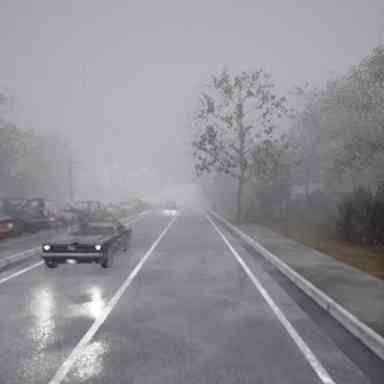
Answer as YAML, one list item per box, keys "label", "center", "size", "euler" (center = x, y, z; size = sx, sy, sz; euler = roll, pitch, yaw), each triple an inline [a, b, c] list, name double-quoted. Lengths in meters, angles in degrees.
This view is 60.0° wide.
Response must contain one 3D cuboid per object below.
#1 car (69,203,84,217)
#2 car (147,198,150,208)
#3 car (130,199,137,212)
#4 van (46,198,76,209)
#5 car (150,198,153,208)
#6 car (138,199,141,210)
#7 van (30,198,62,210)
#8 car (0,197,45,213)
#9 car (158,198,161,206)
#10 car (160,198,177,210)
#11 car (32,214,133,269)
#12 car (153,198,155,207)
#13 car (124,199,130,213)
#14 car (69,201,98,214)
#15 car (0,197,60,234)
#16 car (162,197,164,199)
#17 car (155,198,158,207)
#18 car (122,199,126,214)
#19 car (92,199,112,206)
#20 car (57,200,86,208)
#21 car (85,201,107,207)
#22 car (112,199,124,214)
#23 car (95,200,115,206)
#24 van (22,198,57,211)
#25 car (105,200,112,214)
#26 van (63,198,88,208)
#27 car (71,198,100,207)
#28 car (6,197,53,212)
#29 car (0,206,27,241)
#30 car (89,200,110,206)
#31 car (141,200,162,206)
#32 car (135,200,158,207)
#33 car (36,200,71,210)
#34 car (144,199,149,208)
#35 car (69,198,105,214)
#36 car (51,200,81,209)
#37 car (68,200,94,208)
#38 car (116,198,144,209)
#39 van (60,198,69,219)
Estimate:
- label: "car"
  center: [-10.319, 1.657, 22.995]
  size: [4.674, 1.452, 2.002]
  euler: [0, -1, 0]
- label: "car"
  center: [-10.337, 2.116, 59.080]
  size: [4.553, 1.767, 2.185]
  euler: [0, -1, 0]
- label: "car"
  center: [-10.125, 1.949, 42.426]
  size: [5.366, 1.575, 1.946]
  euler: [0, -1, 0]
- label: "van"
  center: [-23.277, 2.016, 59.165]
  size: [4.442, 1.987, 1.878]
  euler: [0, -1, 0]
- label: "car"
  center: [-10.299, 2.297, 61.857]
  size: [4.892, 1.521, 2.231]
  euler: [0, -1, 0]
- label: "car"
  center: [-10.280, 2.077, 47.977]
  size: [4.792, 1.488, 2.163]
  euler: [0, -1, 0]
- label: "van"
  center: [-23.503, 1.917, 53.610]
  size: [4.442, 1.987, 1.878]
  euler: [0, -1, 0]
- label: "car"
  center: [-23.361, 1.749, 45.301]
  size: [5.566, 2.045, 2.435]
  euler: [0, -1, 0]
- label: "car"
  center: [-10.116, 2.561, 72.947]
  size: [5.366, 1.575, 1.946]
  euler: [0, -2, 0]
- label: "car"
  center: [-3.383, 2.142, 53.328]
  size: [2.128, 1.511, 4.902]
  euler: [0, -1, 0]
- label: "car"
  center: [-3.354, 1.649, 11.473]
  size: [1.895, 1.301, 4.718]
  euler: [0, 0, 0]
- label: "car"
  center: [-10.489, 2.353, 64.624]
  size: [5.366, 1.575, 1.946]
  euler: [0, -1, 0]
- label: "car"
  center: [-10.318, 1.905, 39.650]
  size: [4.892, 1.521, 2.231]
  euler: [0, -1, 0]
- label: "car"
  center: [-10.310, 1.664, 25.771]
  size: [5.008, 1.535, 2.097]
  euler: [0, -1, 0]
- label: "car"
  center: [-10.347, 1.270, 17.448]
  size: [5.566, 2.045, 2.435]
  euler: [0, -1, 0]
- label: "car"
  center: [-10.327, 2.528, 81.279]
  size: [5.566, 2.045, 2.435]
  euler: [0, -1, 0]
- label: "car"
  center: [-10.118, 2.416, 67.276]
  size: [5.366, 1.575, 1.946]
  euler: [0, -1, 0]
- label: "car"
  center: [-10.306, 1.857, 36.874]
  size: [4.892, 1.521, 2.231]
  euler: [0, -1, 0]
- label: "car"
  center: [-23.408, 2.794, 86.707]
  size: [4.553, 1.767, 2.185]
  euler: [0, -1, 0]
- label: "car"
  center: [-23.413, 2.382, 64.550]
  size: [4.792, 1.488, 2.163]
  euler: [0, -1, 0]
- label: "car"
  center: [-23.376, 2.819, 81.288]
  size: [4.674, 1.452, 2.002]
  euler: [0, -1, 0]
- label: "car"
  center: [-10.128, 1.805, 34.099]
  size: [5.366, 1.575, 1.946]
  euler: [0, -1, 0]
- label: "car"
  center: [-23.371, 2.991, 89.474]
  size: [5.008, 1.535, 2.097]
  euler: [0, -1, 0]
- label: "van"
  center: [-23.271, 1.870, 50.840]
  size: [4.442, 1.987, 1.878]
  euler: [0, -1, 0]
- label: "car"
  center: [-10.283, 1.635, 31.325]
  size: [4.553, 1.767, 2.185]
  euler: [0, -1, 0]
- label: "van"
  center: [-23.500, 2.193, 67.326]
  size: [4.442, 1.987, 1.878]
  euler: [0, -1, 0]
- label: "car"
  center: [-23.410, 2.312, 72.989]
  size: [5.566, 2.045, 2.435]
  euler: [0, -1, 0]
- label: "car"
  center: [-23.361, 1.796, 48.071]
  size: [5.566, 2.045, 2.435]
  euler: [0, -1, 0]
- label: "car"
  center: [-10.348, 1.532, 14.693]
  size: [4.792, 1.488, 2.163]
  euler: [0, -1, 0]
- label: "car"
  center: [-23.348, 2.880, 84.058]
  size: [4.792, 1.488, 2.163]
  euler: [0, -1, 0]
- label: "car"
  center: [-10.303, 2.852, 84.048]
  size: [5.008, 1.535, 2.097]
  euler: [0, -1, 0]
- label: "car"
  center: [-10.307, 2.637, 75.722]
  size: [4.892, 1.521, 2.231]
  euler: [0, -1, 0]
- label: "car"
  center: [-23.391, 2.191, 56.375]
  size: [5.008, 1.535, 2.097]
  euler: [0, -1, 0]
- label: "car"
  center: [-10.336, 2.221, 56.305]
  size: [4.792, 1.488, 2.163]
  euler: [0, -1, 0]
- label: "car"
  center: [-10.283, 1.587, 28.549]
  size: [4.553, 1.767, 2.185]
  euler: [0, -1, 0]
- label: "car"
  center: [-23.414, 2.325, 61.911]
  size: [4.792, 1.488, 2.163]
  euler: [0, -1, 0]
- label: "car"
  center: [-23.354, 2.521, 70.213]
  size: [4.792, 1.488, 2.163]
  euler: [0, -1, 0]
- label: "car"
  center: [-10.279, 2.125, 50.753]
  size: [4.792, 1.488, 2.163]
  euler: [0, -1, 0]
- label: "van"
  center: [-10.201, 1.343, 20.223]
  size: [4.442, 1.987, 1.878]
  euler: [0, -1, 0]
